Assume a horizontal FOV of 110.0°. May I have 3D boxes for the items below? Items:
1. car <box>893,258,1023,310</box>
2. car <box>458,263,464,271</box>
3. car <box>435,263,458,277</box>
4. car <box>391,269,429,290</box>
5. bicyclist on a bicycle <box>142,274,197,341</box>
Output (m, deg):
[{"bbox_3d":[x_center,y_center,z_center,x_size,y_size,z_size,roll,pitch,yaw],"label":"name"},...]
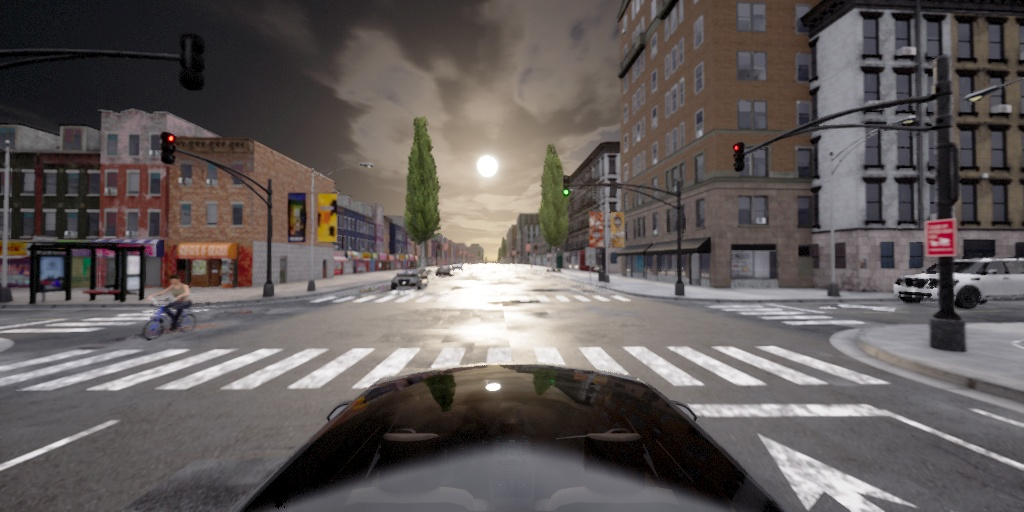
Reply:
[{"bbox_3d":[19.698,1.107,15.301,5.566,2.045,2.150,0,-1,-3],"label":"car"},{"bbox_3d":[-9.110,1.792,60.480,1.895,1.301,4.718,0,-1,-3],"label":"car"},{"bbox_3d":[-8.322,1.873,44.717,2.033,1.411,5.357,0,-1,-3],"label":"car"},{"bbox_3d":[-7.290,1.631,25.883,1.994,1.385,4.181,0,-1,-3],"label":"car"},{"bbox_3d":[-8.847,1.285,9.327,0.866,1.612,1.509,0,-1,-1],"label":"bicyclist on a bicycle"}]
